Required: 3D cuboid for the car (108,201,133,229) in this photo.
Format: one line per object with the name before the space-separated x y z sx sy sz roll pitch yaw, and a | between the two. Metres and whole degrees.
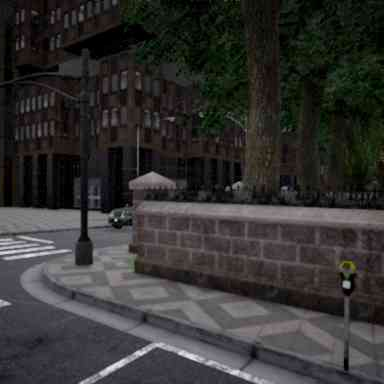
car | -3.020 1.409 22.462 2.150 2.045 5.566 1 -1 35
